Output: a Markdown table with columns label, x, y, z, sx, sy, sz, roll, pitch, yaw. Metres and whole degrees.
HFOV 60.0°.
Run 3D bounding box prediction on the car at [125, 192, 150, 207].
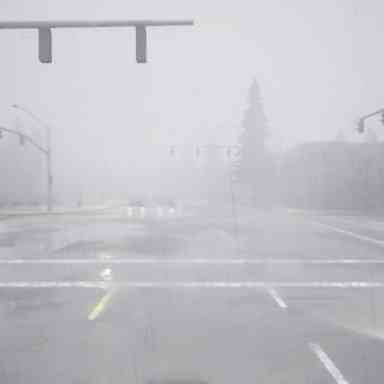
| label | x | y | z | sx | sy | sz | roll | pitch | yaw |
| --- | --- | --- | --- | --- | --- | --- | --- | --- | --- |
| car | -6.791 | 1.102 | 41.890 | 1.837 | 1.490 | 4.892 | 0 | 1 | -1 |

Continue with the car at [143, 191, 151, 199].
| label | x | y | z | sx | sy | sz | roll | pitch | yaw |
| --- | --- | --- | --- | --- | --- | --- | --- | --- | --- |
| car | -9.005 | 1.002 | 58.488 | 1.994 | 1.385 | 4.181 | 0 | 1 | -18 |

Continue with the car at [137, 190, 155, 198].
| label | x | y | z | sx | sy | sz | roll | pitch | yaw |
| --- | --- | --- | --- | --- | --- | --- | --- | --- | --- |
| car | -11.271 | 0.421 | 81.688 | 4.553 | 1.767 | 2.097 | 1 | 1 | 43 |

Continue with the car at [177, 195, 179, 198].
| label | x | y | z | sx | sy | sz | roll | pitch | yaw |
| --- | --- | --- | --- | --- | --- | --- | --- | --- | --- |
| car | -4.893 | 0.884 | 73.998 | 1.895 | 1.301 | 4.718 | 0 | 1 | -35 |

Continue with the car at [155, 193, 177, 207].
| label | x | y | z | sx | sy | sz | roll | pitch | yaw |
| --- | --- | --- | --- | --- | --- | --- | --- | --- | --- |
| car | -3.284 | 1.190 | 42.693 | 1.895 | 1.301 | 4.718 | 0 | 1 | -1 |

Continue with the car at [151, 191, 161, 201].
| label | x | y | z | sx | sy | sz | roll | pitch | yaw |
| --- | --- | --- | --- | --- | --- | --- | --- | --- | --- |
| car | -5.629 | 0.907 | 59.404 | 1.882 | 1.535 | 5.008 | 0 | 1 | -18 |
